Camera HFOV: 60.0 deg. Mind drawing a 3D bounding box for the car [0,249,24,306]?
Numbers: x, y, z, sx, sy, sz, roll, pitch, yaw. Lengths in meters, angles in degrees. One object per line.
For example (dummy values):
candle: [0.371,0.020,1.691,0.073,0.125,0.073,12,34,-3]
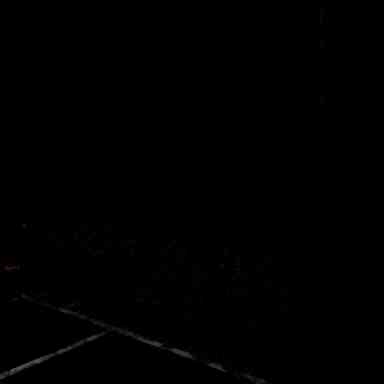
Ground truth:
car: [-5.157,1.479,6.649,4.507,1.381,1.887,1,0,36]
